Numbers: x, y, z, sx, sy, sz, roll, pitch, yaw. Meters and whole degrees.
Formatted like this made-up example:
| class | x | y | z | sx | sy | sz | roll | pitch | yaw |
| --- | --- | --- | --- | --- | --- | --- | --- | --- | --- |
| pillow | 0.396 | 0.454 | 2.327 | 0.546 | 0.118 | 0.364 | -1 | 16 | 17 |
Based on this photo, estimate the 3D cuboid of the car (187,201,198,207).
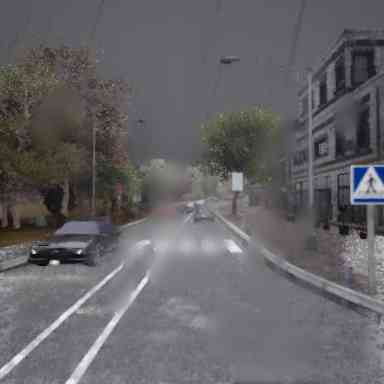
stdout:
| class | x | y | z | sx | sy | sz | roll | pitch | yaw |
| --- | --- | --- | --- | --- | --- | --- | --- | --- | --- |
| car | -0.501 | 3.259 | 71.274 | 2.002 | 1.452 | 4.674 | -2 | 1 | 5 |

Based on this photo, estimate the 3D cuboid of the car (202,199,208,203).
| class | x | y | z | sx | sy | sz | roll | pitch | yaw |
| --- | --- | --- | --- | --- | --- | --- | --- | --- | --- |
| car | 2.175 | 2.956 | 87.721 | 2.002 | 1.452 | 4.674 | -1 | 1 | 13 |

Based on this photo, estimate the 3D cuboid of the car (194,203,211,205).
| class | x | y | z | sx | sy | sz | roll | pitch | yaw |
| --- | --- | --- | --- | --- | --- | --- | --- | --- | --- |
| car | 1.725 | 2.782 | 51.342 | 2.033 | 1.411 | 5.357 | 0 | -2 | 2 |

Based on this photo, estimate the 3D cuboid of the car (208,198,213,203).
| class | x | y | z | sx | sy | sz | roll | pitch | yaw |
| --- | --- | --- | --- | --- | --- | --- | --- | --- | --- |
| car | 3.660 | 2.796 | 93.773 | 2.097 | 1.535 | 5.008 | -1 | 1 | 15 |

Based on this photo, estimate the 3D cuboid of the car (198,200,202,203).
| class | x | y | z | sx | sy | sz | roll | pitch | yaw |
| --- | --- | --- | --- | --- | --- | --- | --- | --- | --- |
| car | 0.170 | 3.091 | 77.380 | 2.097 | 1.535 | 5.008 | 1 | 2 | 11 |

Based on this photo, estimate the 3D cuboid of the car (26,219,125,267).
| class | x | y | z | sx | sy | sz | roll | pitch | yaw |
| --- | --- | --- | --- | --- | --- | --- | --- | --- | --- |
| car | -3.852 | 1.708 | 12.208 | 2.033 | 1.411 | 5.357 | 0 | -2 | 2 |

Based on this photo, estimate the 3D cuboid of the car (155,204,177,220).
| class | x | y | z | sx | sy | sz | roll | pitch | yaw |
| --- | --- | --- | --- | --- | --- | --- | --- | --- | --- |
| car | -2.949 | 2.234 | 38.643 | 2.097 | 1.767 | 4.553 | 0 | -2 | 3 |

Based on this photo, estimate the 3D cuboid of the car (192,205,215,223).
| class | x | y | z | sx | sy | sz | roll | pitch | yaw |
| --- | --- | --- | --- | --- | --- | --- | --- | --- | --- |
| car | 1.190 | 2.291 | 32.791 | 1.994 | 1.385 | 4.181 | 0 | -2 | 2 |
